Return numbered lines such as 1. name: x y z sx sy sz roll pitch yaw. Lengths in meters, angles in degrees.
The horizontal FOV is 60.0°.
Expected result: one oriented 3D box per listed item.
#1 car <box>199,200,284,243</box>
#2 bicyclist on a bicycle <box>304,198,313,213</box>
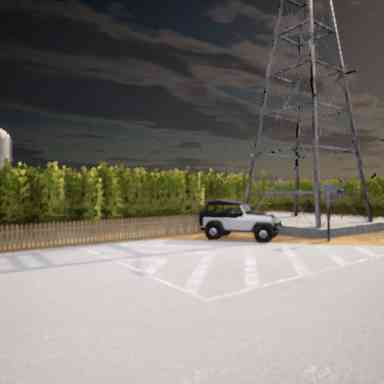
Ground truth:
1. car: 2.267 1.312 15.804 3.866 1.878 1.905 0 0 23
2. bicyclist on a bicycle: 12.742 1.507 36.398 1.656 1.620 0.582 2 -1 -36
